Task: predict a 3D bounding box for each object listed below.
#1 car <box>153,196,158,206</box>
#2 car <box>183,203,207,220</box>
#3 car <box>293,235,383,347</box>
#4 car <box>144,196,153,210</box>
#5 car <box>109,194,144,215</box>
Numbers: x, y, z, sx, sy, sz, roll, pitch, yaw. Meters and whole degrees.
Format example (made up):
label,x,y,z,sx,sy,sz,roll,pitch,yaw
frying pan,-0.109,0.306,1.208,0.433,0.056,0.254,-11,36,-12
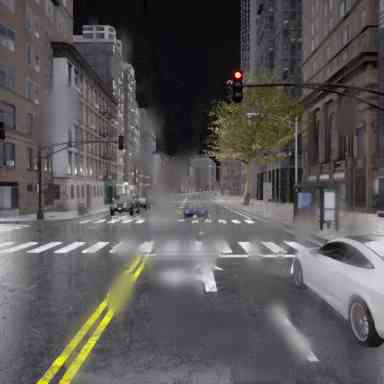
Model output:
label,x,y,z,sx,sy,sz,roll,pitch,yaw
car,-6.619,1.419,53.713,2.128,1.511,4.902,0,0,0
car,0.298,1.582,28.166,1.895,1.301,4.718,0,0,2
car,3.347,1.524,6.171,1.812,1.442,4.674,0,0,0
car,-6.622,1.435,43.395,1.882,1.535,5.008,0,0,0
car,-6.589,1.197,33.284,2.150,2.045,5.566,0,0,1
